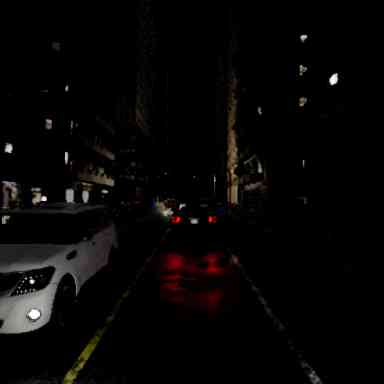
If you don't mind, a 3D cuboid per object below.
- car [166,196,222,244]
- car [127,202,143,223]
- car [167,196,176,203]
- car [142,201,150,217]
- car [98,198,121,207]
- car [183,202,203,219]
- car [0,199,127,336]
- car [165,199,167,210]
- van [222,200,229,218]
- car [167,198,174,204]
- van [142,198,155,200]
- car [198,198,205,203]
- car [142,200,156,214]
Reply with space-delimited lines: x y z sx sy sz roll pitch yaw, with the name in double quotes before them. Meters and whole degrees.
"car" 0.103 1.375 16.783 2.150 2.045 5.566 0 -1 0
"car" -5.637 1.805 27.621 2.008 1.369 4.403 1 -1 0
"car" -5.652 2.168 93.459 2.192 1.841 5.009 1 -1 0
"car" -5.636 1.886 33.161 1.802 1.307 4.206 1 -1 0
"car" -16.477 2.109 66.890 4.097 1.590 1.967 0 -2 0
"car" 0.105 1.808 33.076 1.837 1.490 4.892 0 -1 0
"car" -3.098 1.288 7.160 2.150 2.045 5.566 0 -1 0
"car" -2.989 1.945 50.609 1.882 1.535 5.008 0 -1 0
"van" 2.715 1.646 33.214 1.690 1.788 3.998 1 -1 0
"car" -5.658 2.384 87.881 1.802 1.307 4.206 1 -1 0
"van" -5.799 1.746 44.244 1.690 1.788 3.998 1 -1 0
"car" 2.723 2.435 93.516 1.802 1.307 4.206 1 -1 0
"car" -5.635 1.921 38.701 1.947 1.339 4.313 1 -1 0
